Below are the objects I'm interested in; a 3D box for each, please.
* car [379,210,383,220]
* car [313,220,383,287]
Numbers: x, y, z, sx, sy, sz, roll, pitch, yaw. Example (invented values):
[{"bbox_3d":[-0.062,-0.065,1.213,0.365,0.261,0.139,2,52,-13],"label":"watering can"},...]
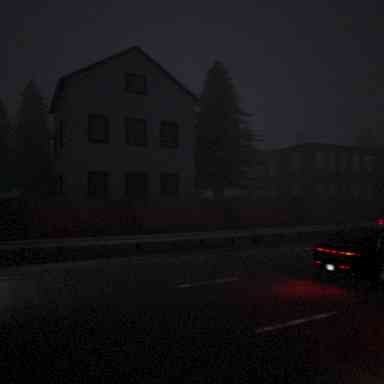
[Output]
[{"bbox_3d":[12.176,1.686,17.402,5.566,2.045,2.150,0,-2,-27],"label":"car"},{"bbox_3d":[5.904,1.795,10.195,4.892,1.490,1.837,0,-2,-27],"label":"car"}]
